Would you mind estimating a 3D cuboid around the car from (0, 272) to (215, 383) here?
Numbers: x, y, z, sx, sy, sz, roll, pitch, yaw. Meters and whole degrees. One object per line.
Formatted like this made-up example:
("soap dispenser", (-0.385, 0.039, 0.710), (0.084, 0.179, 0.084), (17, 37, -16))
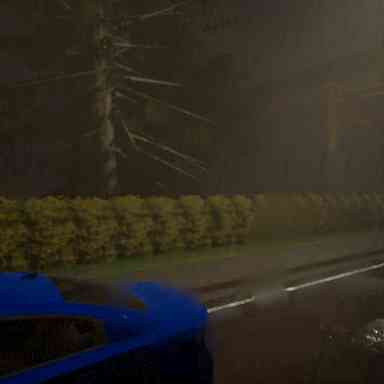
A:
("car", (-2.114, 1.478, 2.476), (5.008, 1.535, 1.882), (0, 0, -35))
